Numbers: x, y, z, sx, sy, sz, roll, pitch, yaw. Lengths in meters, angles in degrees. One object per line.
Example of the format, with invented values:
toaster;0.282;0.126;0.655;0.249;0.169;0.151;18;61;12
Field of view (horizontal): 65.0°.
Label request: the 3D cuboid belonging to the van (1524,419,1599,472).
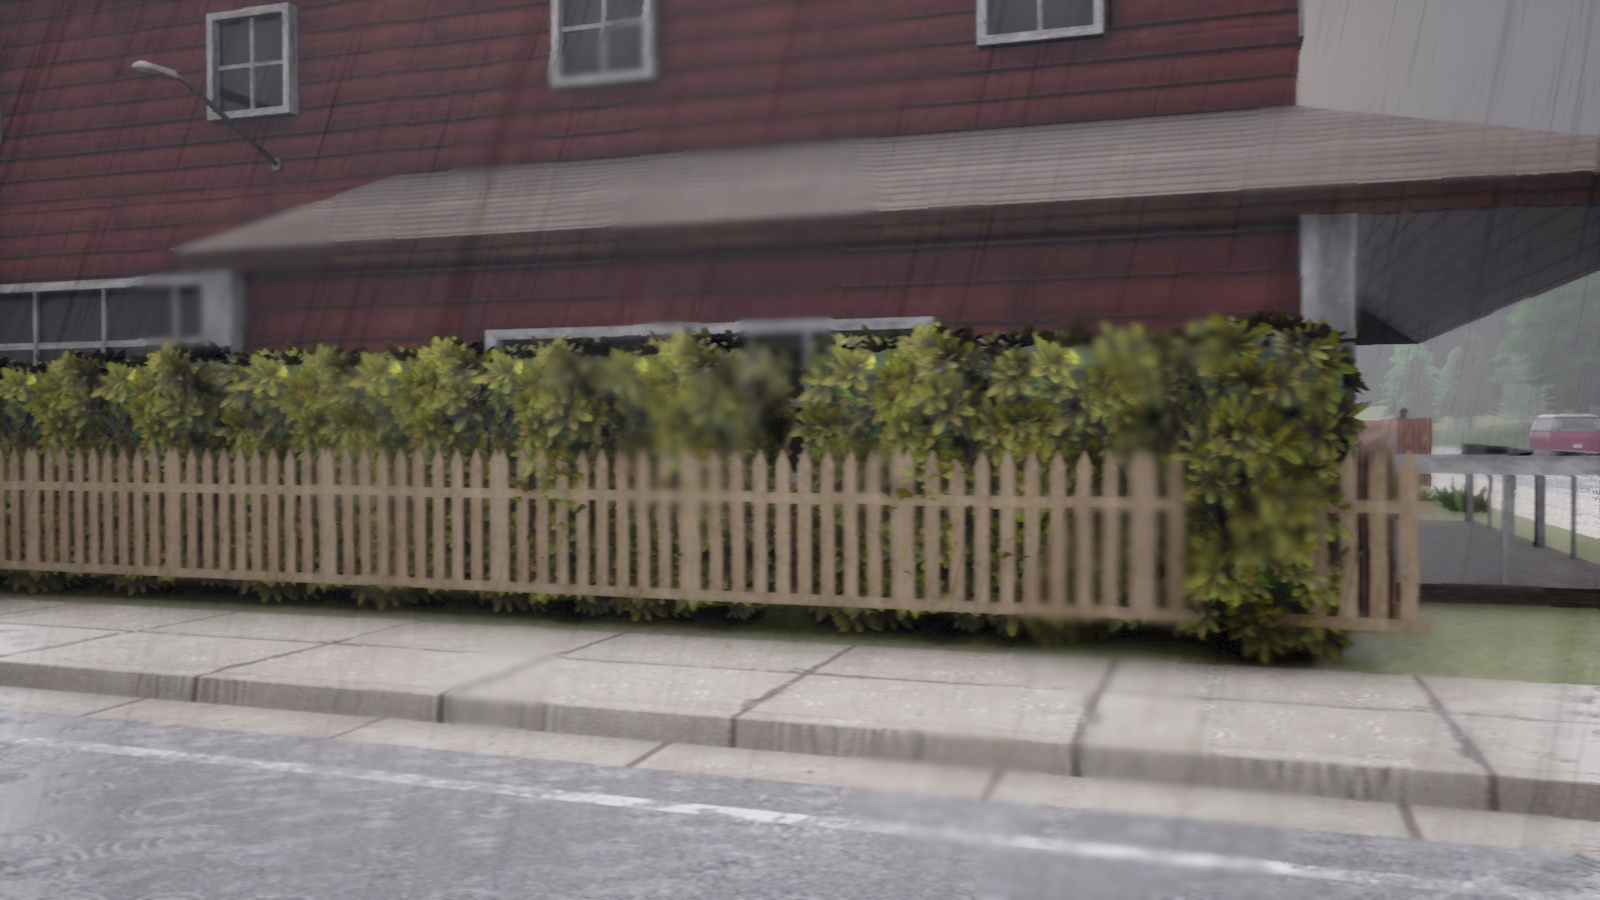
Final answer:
van;30.058;-0.221;49.494;1.775;1.987;4.442;1;1;19
